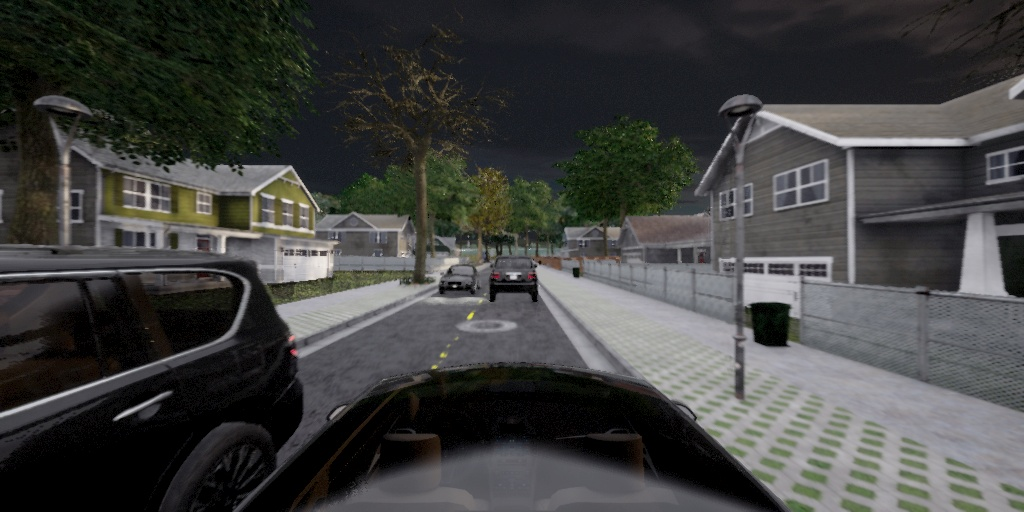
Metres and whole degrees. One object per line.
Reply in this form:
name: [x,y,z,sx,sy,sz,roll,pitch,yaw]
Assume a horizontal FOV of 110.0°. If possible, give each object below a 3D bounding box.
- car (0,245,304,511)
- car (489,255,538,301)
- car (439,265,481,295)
car: [-2.833,0.971,0.743,2.150,2.045,5.566,0,0,0]
car: [0.083,0.965,17.476,2.150,2.045,5.566,0,0,0]
car: [-2.799,1.248,20.033,1.837,1.490,4.892,0,0,0]
